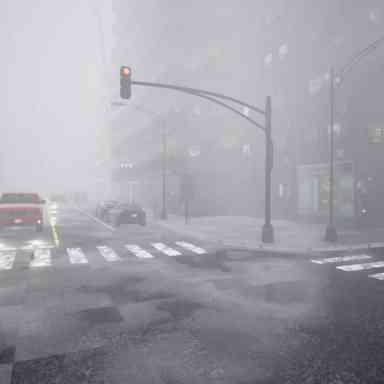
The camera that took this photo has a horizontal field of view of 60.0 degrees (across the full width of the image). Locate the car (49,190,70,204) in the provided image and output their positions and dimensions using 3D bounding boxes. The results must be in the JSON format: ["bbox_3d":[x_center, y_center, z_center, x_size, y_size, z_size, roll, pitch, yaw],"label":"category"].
[{"bbox_3d":[-18.546,0.827,46.226,1.882,1.535,5.008,1,1,-24],"label":"car"}]

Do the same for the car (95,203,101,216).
[{"bbox_3d":[-6.423,1.290,25.880,1.802,1.307,4.206,1,0,-24],"label":"car"}]

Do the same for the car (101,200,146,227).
[{"bbox_3d":[-4.136,1.354,20.800,1.947,1.339,4.313,1,0,-24],"label":"car"}]

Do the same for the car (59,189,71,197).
[{"bbox_3d":[-29.287,0.228,76.672,2.192,1.841,5.009,1,0,-24],"label":"car"}]

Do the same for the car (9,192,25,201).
[{"bbox_3d":[-27.802,0.727,52.951,1.947,1.339,4.313,1,0,-24],"label":"car"}]

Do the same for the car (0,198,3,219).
[{"bbox_3d":[-14.079,1.183,22.475,1.887,1.381,4.507,1,0,-24],"label":"car"}]

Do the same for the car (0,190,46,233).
[{"bbox_3d":[-9.312,0.966,18.125,2.150,2.045,5.566,1,1,-25],"label":"car"}]

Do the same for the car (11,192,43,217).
[{"bbox_3d":[-13.195,0.960,26.872,2.097,1.767,4.553,1,1,-24],"label":"car"}]

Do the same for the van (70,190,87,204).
[{"bbox_3d":[-15.566,0.731,46.197,1.690,1.788,3.998,1,0,-24],"label":"van"}]

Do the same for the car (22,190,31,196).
[{"bbox_3d":[-41.525,0.268,83.427,1.802,1.307,4.206,1,0,-24],"label":"car"}]

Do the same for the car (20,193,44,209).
[{"bbox_3d":[-17.268,0.956,36.083,2.128,1.511,4.902,1,1,-24],"label":"car"}]

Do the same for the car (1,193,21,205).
[{"bbox_3d":[-23.228,0.886,42.792,1.947,1.339,4.313,1,0,-24],"label":"car"}]
